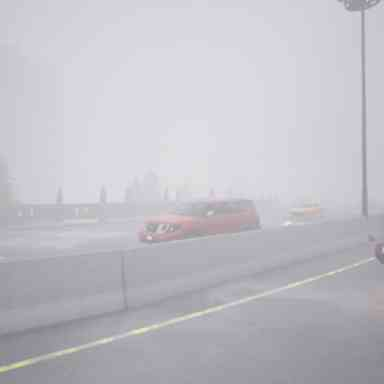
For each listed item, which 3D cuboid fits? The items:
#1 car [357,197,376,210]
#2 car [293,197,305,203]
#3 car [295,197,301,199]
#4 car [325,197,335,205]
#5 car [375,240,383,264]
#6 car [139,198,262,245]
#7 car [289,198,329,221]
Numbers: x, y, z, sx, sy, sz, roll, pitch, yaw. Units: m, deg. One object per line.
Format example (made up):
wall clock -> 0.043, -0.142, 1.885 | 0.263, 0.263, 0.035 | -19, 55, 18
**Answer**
car -> 24.386, 1.536, 46.537 | 2.097, 1.767, 4.553 | -1, -1, 23
car -> 25.595, 1.933, 79.812 | 1.994, 1.385, 4.181 | -1, 0, 9
car -> 13.727, 1.547, 40.830 | 2.097, 1.767, 4.553 | -1, -1, 29
car -> 26.974, 1.811, 66.307 | 1.882, 1.535, 5.008 | -1, 0, 11
car -> 7.386, 1.622, 10.164 | 4.718, 1.301, 1.895 | 0, 0, -43
car -> 0.556, 1.277, 13.656 | 5.566, 2.045, 2.150 | 0, 0, -42
car -> 10.065, 1.598, 28.953 | 1.882, 1.535, 5.008 | 0, 0, 37
